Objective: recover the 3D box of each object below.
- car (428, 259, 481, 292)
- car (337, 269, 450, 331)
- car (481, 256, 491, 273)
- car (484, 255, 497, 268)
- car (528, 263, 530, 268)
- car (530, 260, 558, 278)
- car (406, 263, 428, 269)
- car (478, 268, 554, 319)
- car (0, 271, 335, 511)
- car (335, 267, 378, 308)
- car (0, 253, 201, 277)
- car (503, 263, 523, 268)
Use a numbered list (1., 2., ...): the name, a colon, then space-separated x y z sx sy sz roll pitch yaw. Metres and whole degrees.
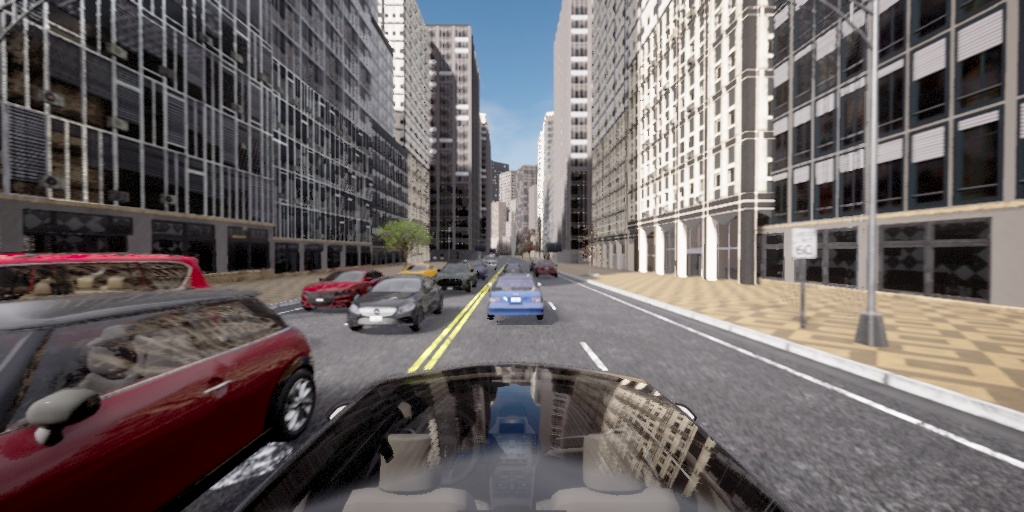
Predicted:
1. car: -3.256 1.125 21.240 2.097 1.767 4.553 0 0 0
2. car: -3.331 1.286 11.136 1.812 1.442 4.674 0 0 0
3. car: -3.250 1.137 31.411 2.097 1.767 4.553 0 0 0
4. car: -3.250 0.936 50.940 2.150 2.045 5.566 0 0 0
5. car: 3.287 1.309 48.493 1.837 1.490 4.892 0 0 1
6. car: 3.251 1.143 35.399 2.097 1.767 4.553 0 0 0
7. car: -6.501 1.255 25.292 1.882 1.535 5.008 0 0 0
8. car: 0.101 1.311 12.878 2.033 1.411 5.357 0 0 0
9. car: -3.313 1.100 2.286 2.097 1.767 4.553 0 0 -1
10. car: -6.560 1.242 14.789 1.882 1.535 5.008 0 0 1
11. car: -6.589 0.971 4.446 2.150 2.045 5.566 0 0 0
12. car: 0.103 1.355 35.500 1.994 1.385 4.181 0 0 0
